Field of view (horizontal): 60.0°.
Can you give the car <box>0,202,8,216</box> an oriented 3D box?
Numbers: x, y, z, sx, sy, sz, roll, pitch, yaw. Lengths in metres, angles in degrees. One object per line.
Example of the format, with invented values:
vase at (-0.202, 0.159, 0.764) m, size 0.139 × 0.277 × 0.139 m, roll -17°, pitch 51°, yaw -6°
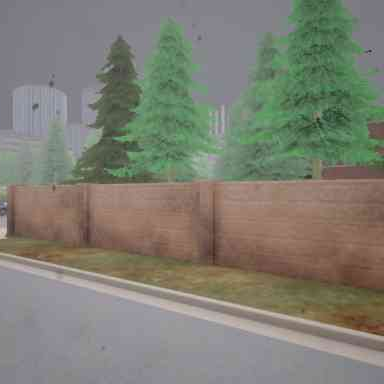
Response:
car at (-17.472, 1.526, 33.034) m, size 1.812 × 1.442 × 4.674 m, roll 0°, pitch 0°, yaw 35°
